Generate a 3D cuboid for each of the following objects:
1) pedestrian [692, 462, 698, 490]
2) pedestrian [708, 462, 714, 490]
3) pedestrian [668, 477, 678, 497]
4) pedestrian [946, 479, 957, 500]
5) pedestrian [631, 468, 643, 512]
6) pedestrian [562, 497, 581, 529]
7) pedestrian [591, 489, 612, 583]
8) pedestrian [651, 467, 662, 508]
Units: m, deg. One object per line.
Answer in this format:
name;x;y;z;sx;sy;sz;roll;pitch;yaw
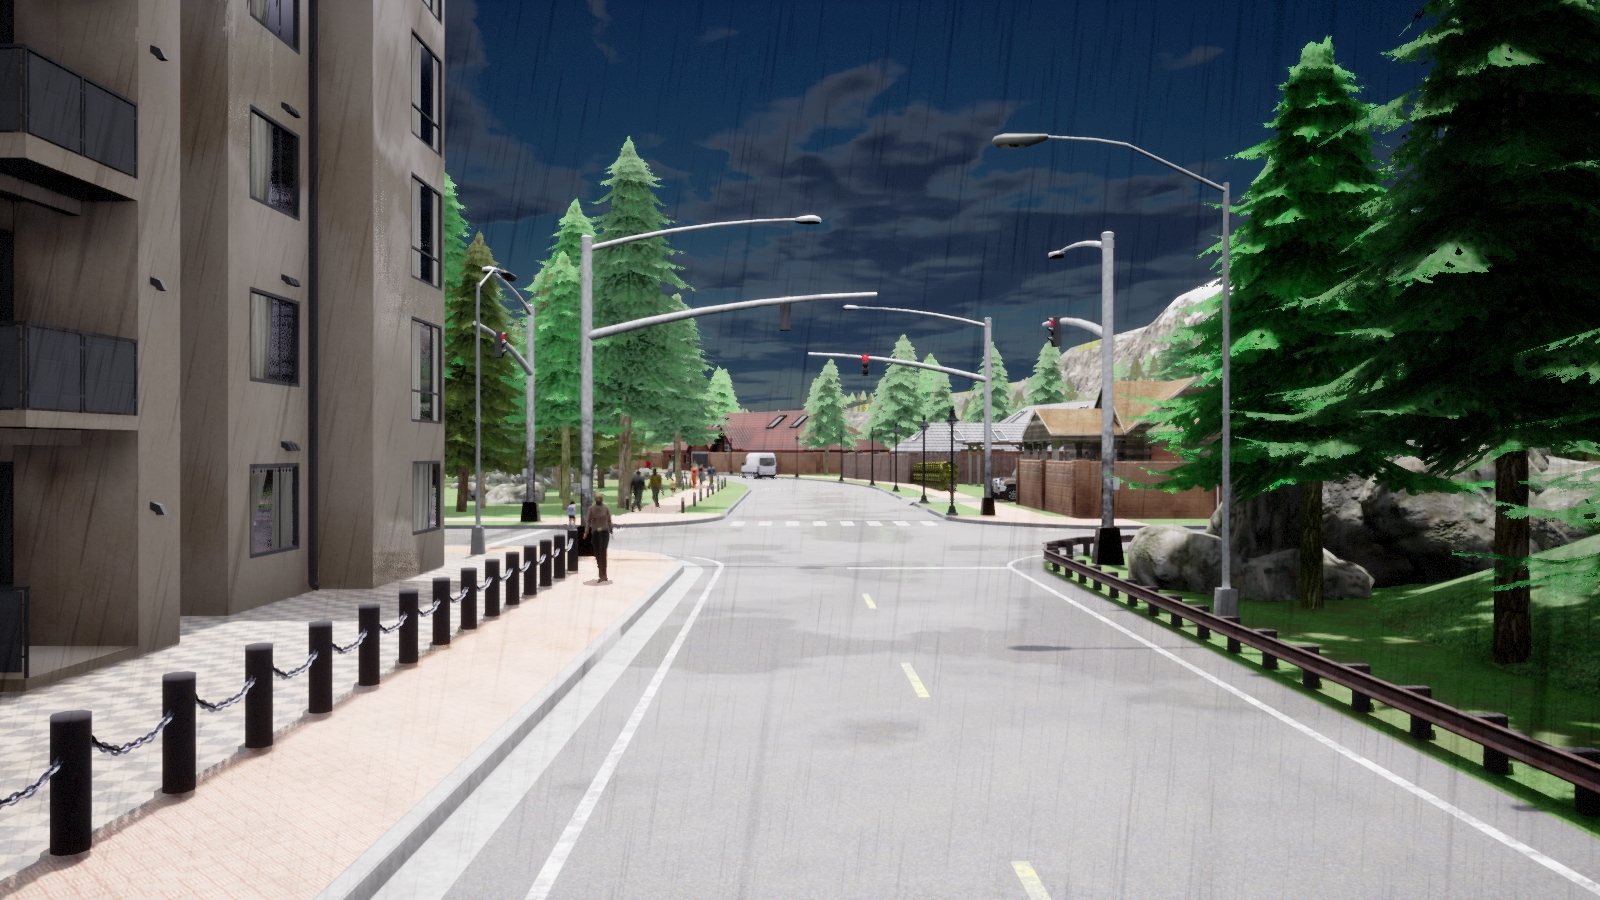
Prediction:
pedestrian;-7.009;1.709;76.180;0.375;1.860;0.375;0;0;-8
pedestrian;-5.923;1.710;76.217;0.375;1.860;0.375;0;0;-8
pedestrian;-7.172;2.082;64.469;0.500;1.100;0.500;0;0;4
pedestrian;7.992;2.085;60.233;0.500;1.100;0.500;0;0;-3
pedestrian;-6.920;1.694;48.536;0.375;1.860;0.375;0;0;17
pedestrian;-8.080;2.234;40.440;0.500;1.100;0.500;0;0;9
pedestrian;-3.959;1.709;22.799;0.375;1.860;0.375;0;0;-1
pedestrian;-6.492;1.695;51.693;0.375;1.860;0.375;0;0;15
